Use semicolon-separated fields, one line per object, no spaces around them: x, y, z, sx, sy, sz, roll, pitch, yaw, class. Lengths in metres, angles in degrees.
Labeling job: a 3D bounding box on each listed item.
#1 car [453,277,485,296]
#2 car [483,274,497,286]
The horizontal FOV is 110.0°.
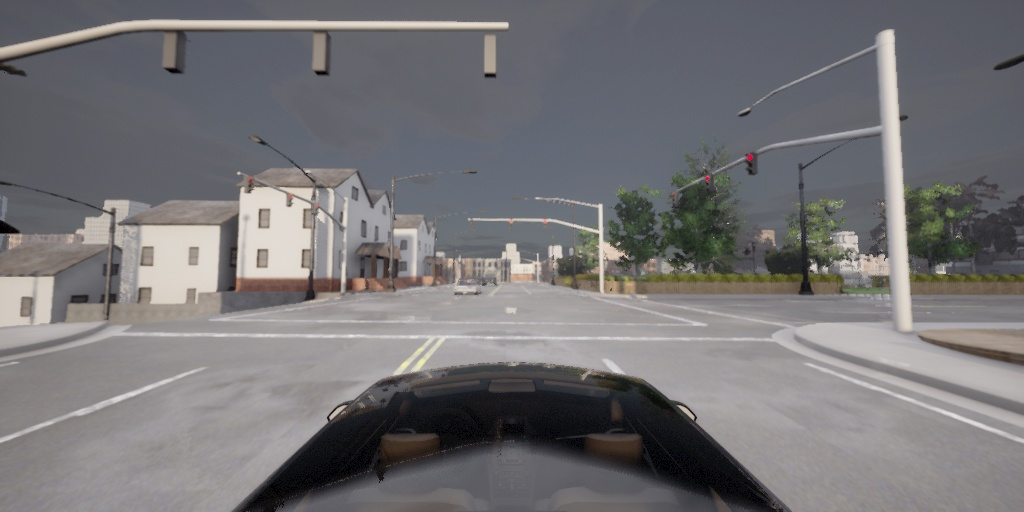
-3.571;2.585;29.291;1.895;1.301;4.718;0;-3;0;car
-3.653;4.017;60.786;2.150;2.045;5.566;0;-2;0;car
